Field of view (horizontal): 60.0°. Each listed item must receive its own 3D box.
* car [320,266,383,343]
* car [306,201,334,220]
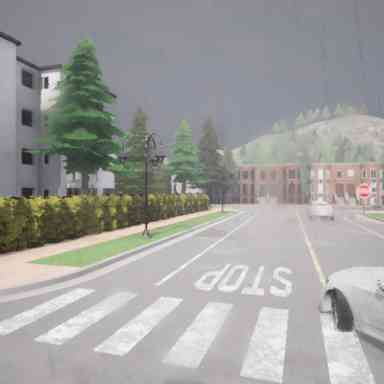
[{"bbox_3d":[3.604,1.540,4.138,1.812,1.442,4.674,-3,0,-15],"label":"car"},{"bbox_3d":[10.854,1.532,28.385,1.812,1.442,4.674,0,0,15],"label":"car"}]
